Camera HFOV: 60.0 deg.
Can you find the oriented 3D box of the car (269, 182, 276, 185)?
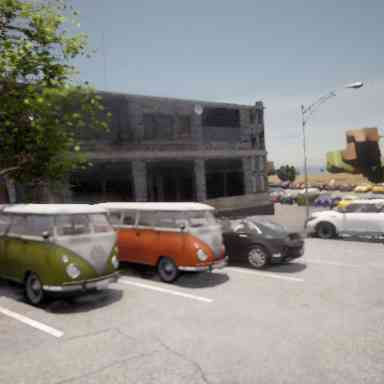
[{"bbox_3d":[19.488,-1.571,74.519,2.163,1.488,4.792,2,6,44],"label":"car"}]

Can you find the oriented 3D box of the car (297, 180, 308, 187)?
[{"bbox_3d":[23.632,-1.240,66.758,1.946,1.575,5.366,1,5,43],"label":"car"}]

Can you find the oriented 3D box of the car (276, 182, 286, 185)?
[{"bbox_3d":[20.817,-1.475,71.892,2.097,1.535,5.008,1,5,44],"label":"car"}]

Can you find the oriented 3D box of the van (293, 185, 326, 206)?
[{"bbox_3d":[15.353,0.673,43.435,1.878,1.987,4.442,0,6,41],"label":"van"}]

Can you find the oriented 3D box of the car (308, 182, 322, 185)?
[{"bbox_3d":[24.846,-1.222,63.966,2.185,1.767,4.553,1,5,43],"label":"car"}]

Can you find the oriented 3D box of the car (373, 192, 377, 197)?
[{"bbox_3d":[19.592,1.304,35.443,2.163,1.488,4.792,1,6,40],"label":"car"}]

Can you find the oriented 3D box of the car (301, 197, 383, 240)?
[{"bbox_3d":[8.721,1.394,16.576,5.566,2.045,2.435,-1,-1,35],"label":"car"}]

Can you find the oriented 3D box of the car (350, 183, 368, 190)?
[{"bbox_3d":[28.947,-0.725,56.030,1.946,1.575,5.366,2,5,42],"label":"car"}]

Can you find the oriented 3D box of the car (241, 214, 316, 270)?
[{"bbox_3d":[1.310,1.559,11.373,4.892,1.521,2.231,-1,-1,35],"label":"car"}]

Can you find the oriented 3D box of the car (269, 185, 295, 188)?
[{"bbox_3d":[14.212,0.065,55.304,1.837,1.490,4.892,-5,5,-28],"label":"car"}]

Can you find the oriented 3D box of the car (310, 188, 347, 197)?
[{"bbox_3d":[16.741,0.905,40.698,2.185,1.767,4.553,0,6,40],"label":"car"}]

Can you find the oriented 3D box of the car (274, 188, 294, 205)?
[{"bbox_3d":[13.829,0.793,46.002,2.231,1.521,4.892,0,6,41],"label":"car"}]

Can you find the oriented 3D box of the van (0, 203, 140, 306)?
[{"bbox_3d":[-3.559,1.273,7.860,4.442,1.987,1.878,-1,-2,35],"label":"van"}]

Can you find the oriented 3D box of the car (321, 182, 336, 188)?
[{"bbox_3d":[26.254,-0.937,61.381,2.002,1.452,4.674,1,5,42],"label":"car"}]

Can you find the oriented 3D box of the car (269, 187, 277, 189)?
[{"bbox_3d":[10.962,0.591,51.318,2.002,1.452,4.674,0,6,42],"label":"car"}]

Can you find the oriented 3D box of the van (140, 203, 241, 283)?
[{"bbox_3d":[-1.075,1.302,9.593,4.442,1.987,1.878,-1,-1,35],"label":"van"}]

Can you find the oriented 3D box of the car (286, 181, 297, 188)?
[{"bbox_3d":[22.178,-1.476,69.265,2.185,1.767,4.553,2,6,43],"label":"car"}]

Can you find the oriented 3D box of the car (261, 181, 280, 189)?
[{"bbox_3d":[18.224,-1.706,77.230,2.163,1.488,4.792,1,5,44],"label":"car"}]

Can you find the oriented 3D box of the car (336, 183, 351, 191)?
[{"bbox_3d":[27.652,-0.816,58.774,2.002,1.452,4.674,1,5,42],"label":"car"}]

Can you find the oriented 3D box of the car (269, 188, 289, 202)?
[{"bbox_3d":[12.398,0.711,48.659,2.002,1.452,4.674,1,6,41],"label":"car"}]

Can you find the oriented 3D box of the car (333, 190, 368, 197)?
[{"bbox_3d":[18.381,1.120,38.248,1.946,1.575,5.366,0,6,40],"label":"car"}]

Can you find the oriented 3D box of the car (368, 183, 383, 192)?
[{"bbox_3d":[30.614,-0.636,53.719,1.946,1.575,5.366,1,5,41],"label":"car"}]
